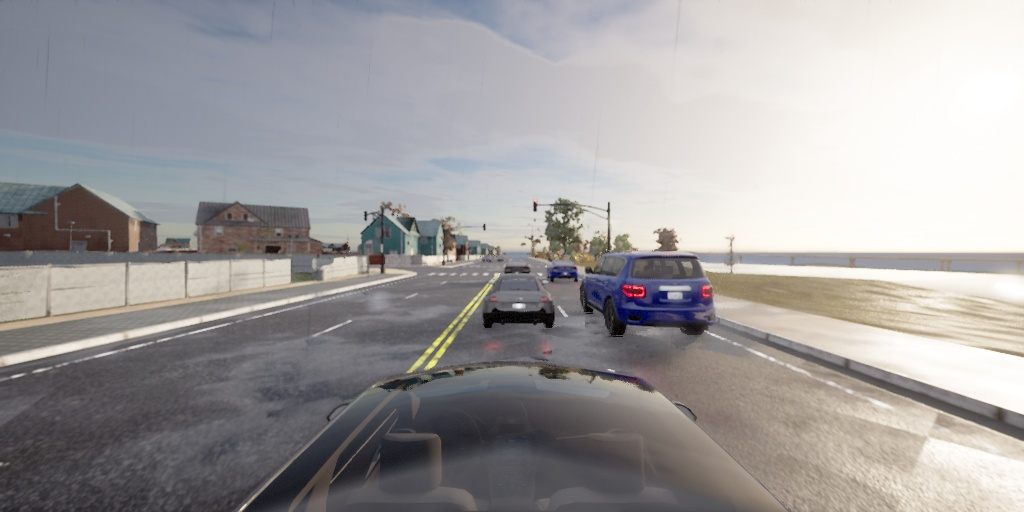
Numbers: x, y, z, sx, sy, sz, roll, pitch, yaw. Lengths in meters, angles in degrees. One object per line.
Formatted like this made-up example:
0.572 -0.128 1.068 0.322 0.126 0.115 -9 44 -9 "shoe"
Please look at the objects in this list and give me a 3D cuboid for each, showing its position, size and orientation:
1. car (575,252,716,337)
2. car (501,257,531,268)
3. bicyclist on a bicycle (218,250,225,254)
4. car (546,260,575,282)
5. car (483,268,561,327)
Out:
3.440 0.903 10.196 2.150 2.045 5.566 0 0 0 "car"
0.378 1.028 26.572 1.882 1.535 5.008 0 0 1 "car"
-29.229 0.261 36.068 0.582 1.620 1.656 1 0 -35 "bicyclist on a bicycle"
3.626 1.031 26.378 1.882 1.535 5.008 0 0 1 "car"
0.202 1.237 11.209 1.994 1.385 4.181 0 1 1 "car"
